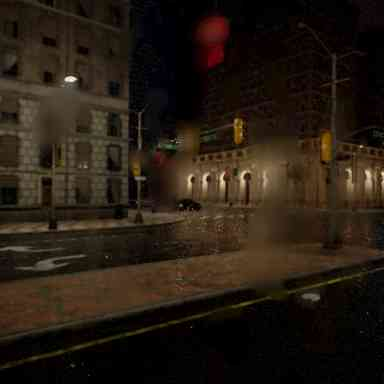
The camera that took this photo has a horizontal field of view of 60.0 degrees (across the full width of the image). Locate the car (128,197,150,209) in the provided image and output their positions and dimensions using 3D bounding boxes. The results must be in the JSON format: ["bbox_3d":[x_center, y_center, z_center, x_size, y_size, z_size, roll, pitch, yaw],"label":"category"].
[{"bbox_3d":[-8.294,1.665,49.558,2.128,1.511,4.902,1,0,-35],"label":"car"}]

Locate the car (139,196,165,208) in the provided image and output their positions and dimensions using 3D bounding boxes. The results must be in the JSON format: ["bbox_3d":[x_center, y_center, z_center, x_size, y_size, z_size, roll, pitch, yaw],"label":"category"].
[{"bbox_3d":[-6.445,1.554,53.011,2.097,1.767,4.553,1,0,-35],"label":"car"}]

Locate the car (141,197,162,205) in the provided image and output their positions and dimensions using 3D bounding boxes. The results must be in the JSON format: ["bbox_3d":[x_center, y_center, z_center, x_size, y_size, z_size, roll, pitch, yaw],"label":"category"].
[{"bbox_3d":[-8.272,1.751,67.965,2.128,1.511,4.902,1,0,-35],"label":"car"}]

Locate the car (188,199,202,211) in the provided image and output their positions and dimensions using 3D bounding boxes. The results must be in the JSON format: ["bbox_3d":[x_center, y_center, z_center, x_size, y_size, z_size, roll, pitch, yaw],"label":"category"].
[{"bbox_3d":[-0.675,1.680,44.931,1.882,1.535,5.008,1,0,-36],"label":"car"}]

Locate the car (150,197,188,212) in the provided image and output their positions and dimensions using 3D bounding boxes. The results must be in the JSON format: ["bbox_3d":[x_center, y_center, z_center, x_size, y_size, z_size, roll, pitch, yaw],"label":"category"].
[{"bbox_3d":[-2.960,1.527,42.120,2.097,1.767,4.553,1,0,-36],"label":"car"}]

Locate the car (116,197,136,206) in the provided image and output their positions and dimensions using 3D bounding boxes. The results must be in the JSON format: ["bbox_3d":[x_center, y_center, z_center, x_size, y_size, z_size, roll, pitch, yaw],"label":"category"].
[{"bbox_3d":[-12.189,1.727,61.225,1.812,1.442,4.674,1,0,-35],"label":"car"}]
